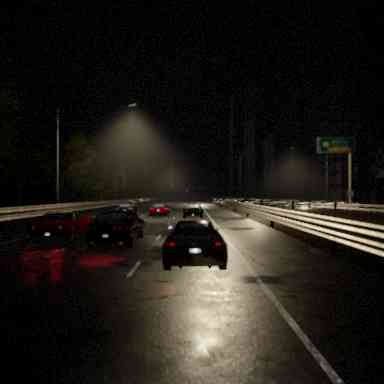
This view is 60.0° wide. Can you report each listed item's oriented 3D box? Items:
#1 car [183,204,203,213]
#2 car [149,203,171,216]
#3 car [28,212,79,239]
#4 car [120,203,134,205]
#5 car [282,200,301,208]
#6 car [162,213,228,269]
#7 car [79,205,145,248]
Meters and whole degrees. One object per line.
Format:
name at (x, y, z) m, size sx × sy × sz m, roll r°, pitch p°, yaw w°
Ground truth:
car at (0.108, 1.856, 33.525) m, size 1.895 × 1.301 × 4.718 m, roll 0°, pitch 0°, yaw 0°
car at (-3.392, 1.835, 35.654) m, size 1.994 × 1.385 × 4.181 m, roll 0°, pitch 0°, yaw 0°
car at (-6.900, 1.736, 18.083) m, size 1.895 × 1.301 × 4.718 m, roll 0°, pitch 0°, yaw 0°
car at (-6.891, 1.833, 35.456) m, size 1.994 × 1.385 × 4.181 m, roll 0°, pitch 0°, yaw 0°
car at (18.493, 2.158, 61.615) m, size 2.128 × 1.511 × 4.902 m, roll 0°, pitch 0°, yaw -17°
car at (0.094, 1.649, 11.437) m, size 1.994 × 1.385 × 4.181 m, roll 0°, pitch 0°, yaw 0°
car at (-3.401, 1.594, 15.553) m, size 1.882 × 1.535 × 5.008 m, roll 0°, pitch 0°, yaw 0°
